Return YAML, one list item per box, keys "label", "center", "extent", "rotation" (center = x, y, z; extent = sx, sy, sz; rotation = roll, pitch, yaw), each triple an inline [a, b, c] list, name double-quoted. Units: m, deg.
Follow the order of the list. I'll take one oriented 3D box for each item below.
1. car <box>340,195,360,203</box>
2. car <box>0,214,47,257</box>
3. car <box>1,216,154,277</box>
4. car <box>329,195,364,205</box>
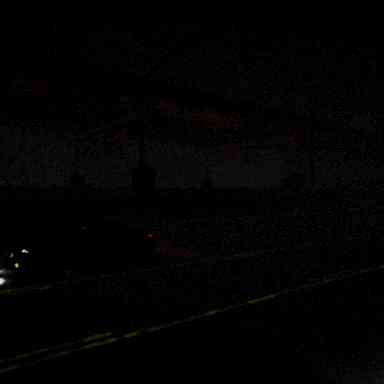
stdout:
- label: "car"
  center: [25.868, 1.117, 55.812]
  extent: [4.536, 1.218, 1.853]
  rotation: [0, 0, -7]
- label: "car"
  center: [-6.117, 1.556, 12.505]
  extent: [4.181, 1.385, 1.994]
  rotation: [0, 0, -35]
- label: "car"
  center: [-3.283, 1.551, 10.226]
  extent: [4.181, 1.385, 1.994]
  rotation: [0, 0, -35]
- label: "car"
  center: [25.920, 1.275, 55.818]
  extent: [4.974, 1.542, 2.038]
  rotation: [0, 0, -7]
